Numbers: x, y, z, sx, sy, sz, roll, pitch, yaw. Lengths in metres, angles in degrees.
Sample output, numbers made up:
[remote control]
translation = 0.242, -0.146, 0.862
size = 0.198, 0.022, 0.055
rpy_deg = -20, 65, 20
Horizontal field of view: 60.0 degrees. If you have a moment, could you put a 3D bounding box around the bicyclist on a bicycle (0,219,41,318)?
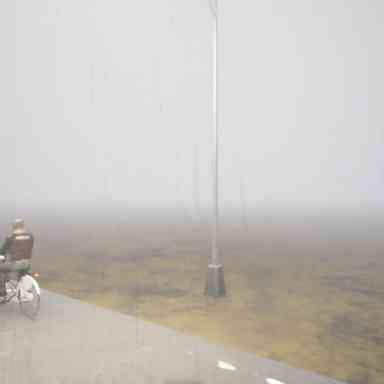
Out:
[bicyclist on a bicycle]
translation = -3.404, 1.386, 6.320
size = 1.843, 1.776, 0.659
rpy_deg = 0, 0, 36
